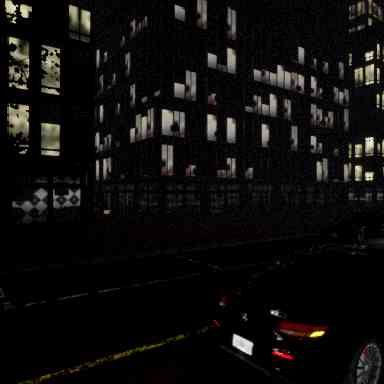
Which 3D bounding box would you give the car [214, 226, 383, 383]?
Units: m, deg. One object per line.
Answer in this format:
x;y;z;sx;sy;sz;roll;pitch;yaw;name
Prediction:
2.438;1.525;5.057;4.674;1.442;1.812;0;0;-35;car

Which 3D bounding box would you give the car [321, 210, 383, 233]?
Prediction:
8.140;1.563;16.226;4.313;1.339;1.947;0;0;-36;car
